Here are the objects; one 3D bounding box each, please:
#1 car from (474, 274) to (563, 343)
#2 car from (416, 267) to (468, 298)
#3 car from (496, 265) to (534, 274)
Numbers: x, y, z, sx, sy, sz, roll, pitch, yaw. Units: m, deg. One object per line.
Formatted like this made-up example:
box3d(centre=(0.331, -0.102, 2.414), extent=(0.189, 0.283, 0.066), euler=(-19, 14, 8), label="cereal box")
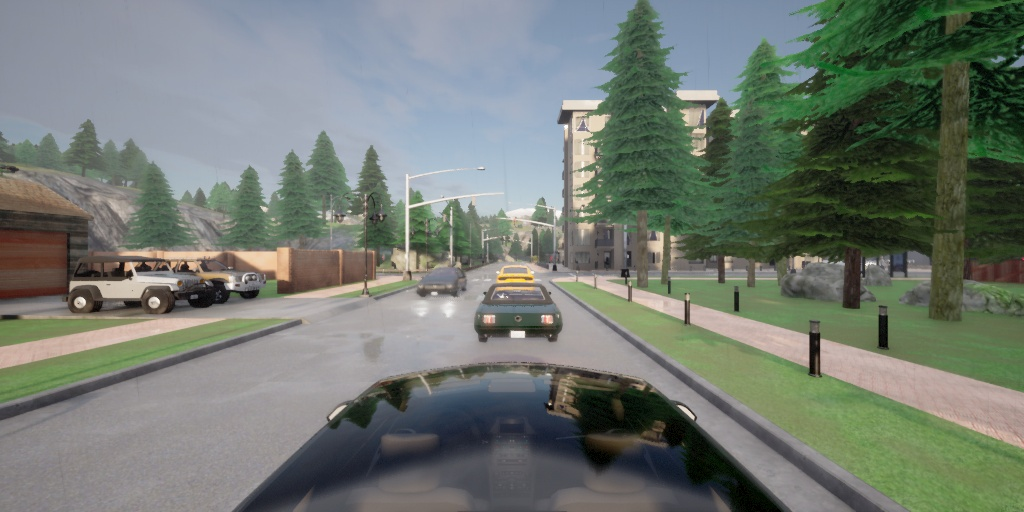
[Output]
box3d(centre=(0.145, 1.351, 9.700), extent=(1.895, 1.301, 4.718), euler=(0, 0, 0), label="car")
box3d(centre=(-3.460, 1.298, 18.813), extent=(2.033, 1.411, 5.357), euler=(0, 0, 1), label="car")
box3d(centre=(0.174, 1.228, 19.040), extent=(1.882, 1.535, 5.008), euler=(0, 0, 0), label="car")
